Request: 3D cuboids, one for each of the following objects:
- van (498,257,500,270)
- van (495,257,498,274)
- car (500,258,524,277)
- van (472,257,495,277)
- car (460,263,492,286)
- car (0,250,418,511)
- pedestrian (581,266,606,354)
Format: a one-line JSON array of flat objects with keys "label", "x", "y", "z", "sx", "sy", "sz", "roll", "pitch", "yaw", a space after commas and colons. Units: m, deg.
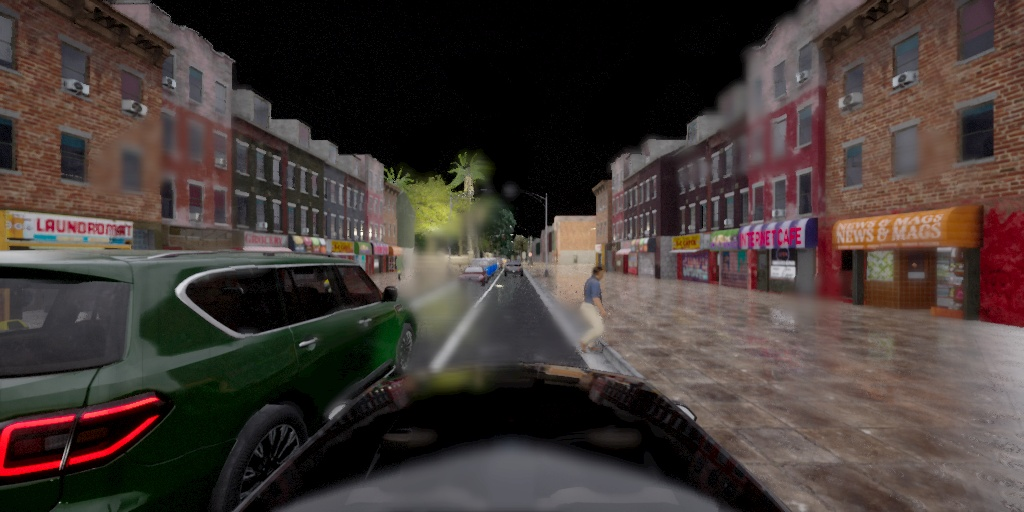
[{"label": "van", "x": -2.559, "y": 1.122, "z": 41.416, "sx": 1.690, "sy": 1.789, "sz": 3.998, "roll": 0, "pitch": 0, "yaw": 0}, {"label": "van", "x": -2.570, "y": 1.114, "z": 35.952, "sx": 1.690, "sy": 1.789, "sz": 3.998, "roll": 0, "pitch": 0, "yaw": 0}, {"label": "car", "x": 0.169, "y": 1.265, "z": 36.260, "sx": 2.128, "sy": 1.511, "sz": 4.902, "roll": 0, "pitch": 0, "yaw": 0}, {"label": "van", "x": -2.581, "y": 1.107, "z": 30.488, "sx": 1.690, "sy": 1.789, "sz": 3.998, "roll": 0, "pitch": 0, "yaw": 0}, {"label": "car", "x": -2.592, "y": 1.340, "z": 25.023, "sx": 1.802, "sy": 1.307, "sz": 4.207, "roll": 0, "pitch": 0, "yaw": 0}, {"label": "car", "x": -2.746, "y": 0.973, "z": 4.086, "sx": 2.150, "sy": 2.045, "sz": 5.566, "roll": 0, "pitch": 0, "yaw": 0}, {"label": "pedestrian", "x": 1.687, "y": 1.042, "z": 7.328, "sx": 0.375, "sy": 1.860, "sz": 0.375, "roll": 0, "pitch": 0, "yaw": 0}]
